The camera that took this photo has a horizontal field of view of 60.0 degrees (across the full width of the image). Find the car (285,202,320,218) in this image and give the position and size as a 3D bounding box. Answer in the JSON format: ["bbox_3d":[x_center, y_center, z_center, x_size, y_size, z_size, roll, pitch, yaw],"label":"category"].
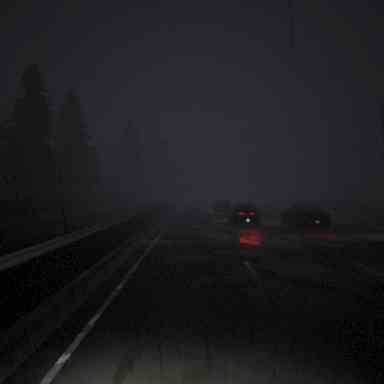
[{"bbox_3d":[10.649,1.696,32.321,1.994,1.385,4.181,0,0,0],"label":"car"}]

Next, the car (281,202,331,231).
[{"bbox_3d":[7.132,1.565,21.359,1.882,1.535,5.008,0,0,0],"label":"car"}]

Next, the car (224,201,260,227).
[{"bbox_3d":[3.636,1.603,23.967,1.837,1.490,4.892,0,0,0],"label":"car"}]

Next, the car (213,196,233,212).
[{"bbox_3d":[3.661,1.646,40.946,1.882,1.535,5.008,0,0,0],"label":"car"}]
